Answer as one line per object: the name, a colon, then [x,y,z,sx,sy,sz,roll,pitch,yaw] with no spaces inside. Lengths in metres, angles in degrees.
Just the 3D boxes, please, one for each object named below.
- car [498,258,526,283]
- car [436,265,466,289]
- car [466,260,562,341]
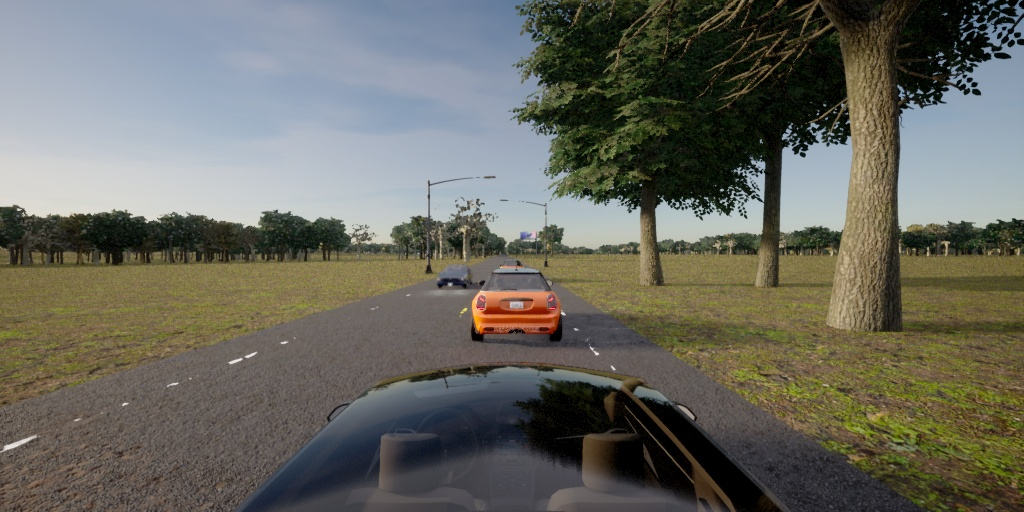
car: [0.060,1.078,28.858,2.097,1.767,4.553,0,0,1]
car: [-3.610,1.284,23.560,2.033,1.411,5.357,0,0,0]
car: [0.105,1.098,10.016,2.097,1.767,4.553,0,0,0]
